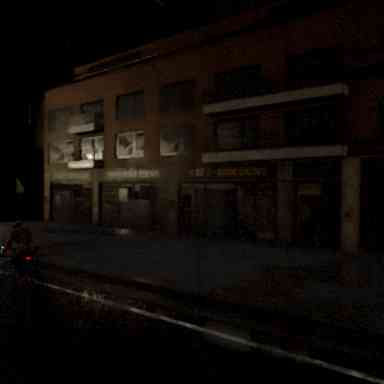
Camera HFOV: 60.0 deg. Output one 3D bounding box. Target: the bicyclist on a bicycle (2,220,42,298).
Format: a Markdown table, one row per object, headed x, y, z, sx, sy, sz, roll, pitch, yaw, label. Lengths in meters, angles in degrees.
| x | y | z | sx | sy | sz | roll | pitch | yaw | label |
| --- | --- | --- | --- | --- | --- | --- | --- | --- | --- |
| -3.768 | 1.454 | 7.355 | 1.656 | 1.620 | 0.582 | 0 | 0 | 36 | bicyclist on a bicycle |
